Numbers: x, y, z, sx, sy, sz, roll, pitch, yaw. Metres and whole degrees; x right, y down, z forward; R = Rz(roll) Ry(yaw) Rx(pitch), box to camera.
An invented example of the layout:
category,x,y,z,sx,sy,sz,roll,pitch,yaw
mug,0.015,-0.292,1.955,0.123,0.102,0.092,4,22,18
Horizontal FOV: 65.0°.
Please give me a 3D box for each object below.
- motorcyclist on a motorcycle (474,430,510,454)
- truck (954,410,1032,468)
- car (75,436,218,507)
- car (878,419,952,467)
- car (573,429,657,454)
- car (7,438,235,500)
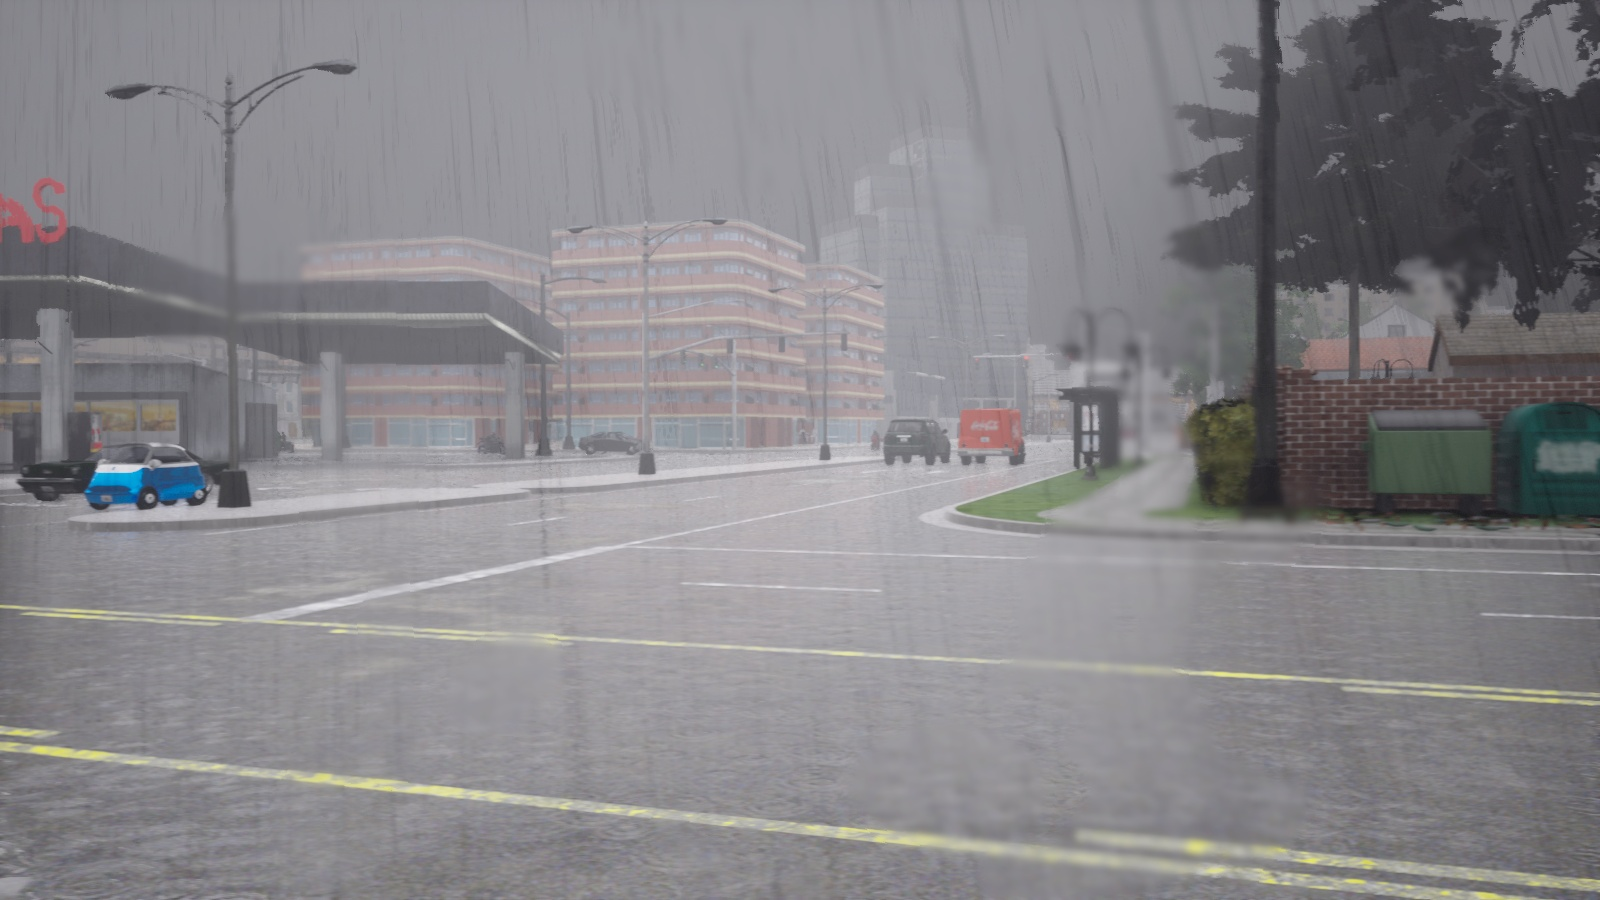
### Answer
category,x,y,z,sx,sy,sz,roll,pitch,yaw
motorcyclist on a motorcycle,-20.407,-0.550,83.328,2.191,1.530,0.866,1,1,17
truck,8.706,-0.529,56.267,2.627,2.467,5.204,1,1,18
car,-13.481,0.415,25.997,1.481,1.376,2.207,1,1,18
car,5.320,-0.350,57.177,2.150,2.045,5.566,1,1,18
car,-11.856,-0.553,80.606,4.902,1.511,2.128,0,1,17
car,-15.918,0.390,29.760,1.895,1.301,4.718,1,1,18
